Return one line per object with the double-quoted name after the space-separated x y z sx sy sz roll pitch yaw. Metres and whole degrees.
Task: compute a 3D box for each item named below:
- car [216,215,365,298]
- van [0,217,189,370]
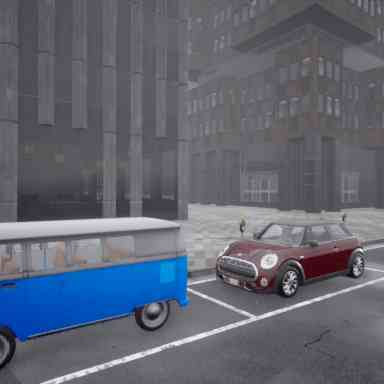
2.539 1.441 8.450 4.097 1.590 1.967 0 0 -35 "car"
-1.962 1.341 5.247 3.998 1.788 1.690 0 0 -35 "van"
